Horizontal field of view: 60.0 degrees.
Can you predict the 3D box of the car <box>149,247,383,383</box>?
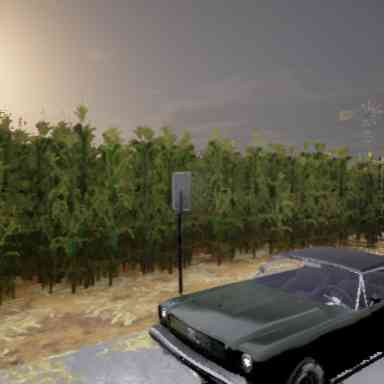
[{"bbox_3d":[1.818,1.573,4.769,4.718,1.301,1.895,-1,0,-35],"label":"car"}]
